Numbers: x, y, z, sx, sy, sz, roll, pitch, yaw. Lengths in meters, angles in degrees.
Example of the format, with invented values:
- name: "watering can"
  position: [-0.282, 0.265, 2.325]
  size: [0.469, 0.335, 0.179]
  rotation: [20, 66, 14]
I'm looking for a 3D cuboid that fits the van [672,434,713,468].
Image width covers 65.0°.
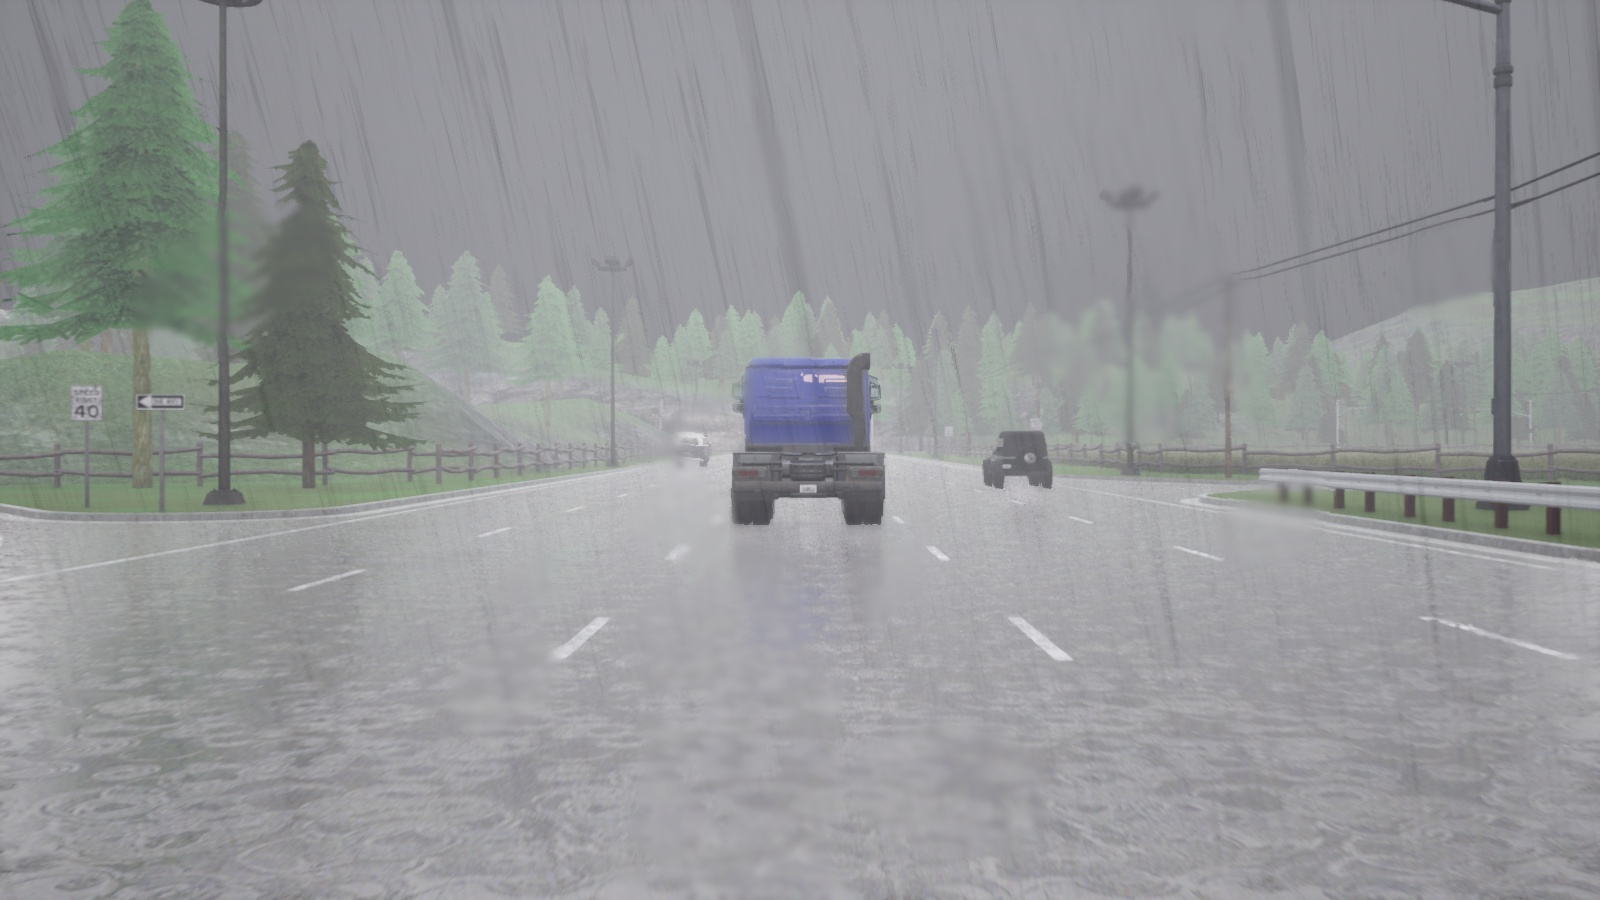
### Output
- name: "van"
  position: [-6.550, 0.031, 76.940]
  size: [2.069, 2.038, 4.480]
  rotation: [0, 0, 0]

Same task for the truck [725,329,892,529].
- name: "truck"
  position: [0.162, -0.380, 25.744]
  size: [2.891, 3.462, 7.936]
  rotation: [0, 0, 0]

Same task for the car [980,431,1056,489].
- name: "car"
  position: [7.253, 0.311, 42.120]
  size: [1.905, 1.878, 3.866]
  rotation: [0, 0, 0]
